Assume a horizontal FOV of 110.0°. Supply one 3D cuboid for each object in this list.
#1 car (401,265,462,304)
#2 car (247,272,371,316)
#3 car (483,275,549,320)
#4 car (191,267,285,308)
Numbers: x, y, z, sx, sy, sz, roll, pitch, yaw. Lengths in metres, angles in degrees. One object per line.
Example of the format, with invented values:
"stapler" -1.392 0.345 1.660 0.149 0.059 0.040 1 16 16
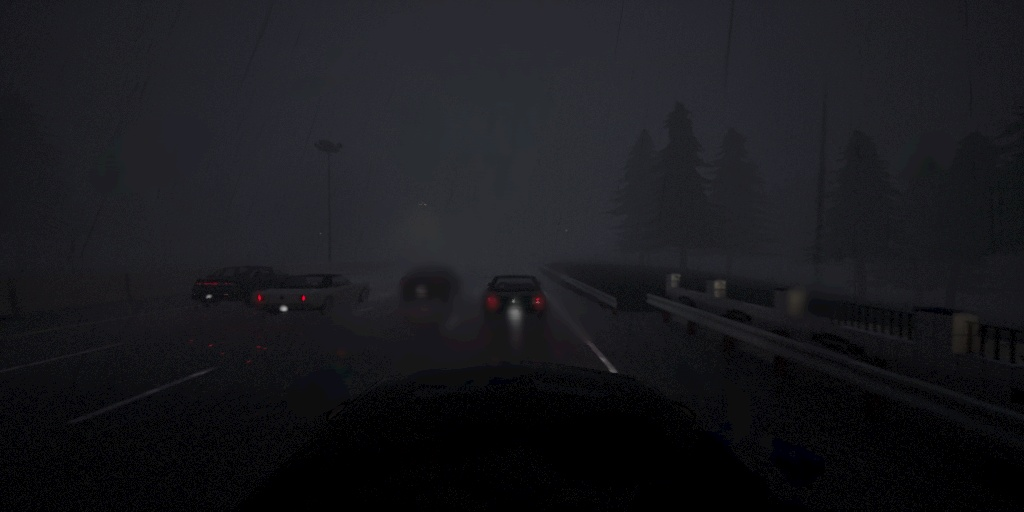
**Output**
"car" -3.394 1.151 15.884 1.882 1.535 5.008 0 0 0
"car" -6.896 1.289 13.057 1.895 1.301 4.718 0 0 0
"car" 0.104 1.293 12.253 1.895 1.301 4.718 0 0 0
"car" -10.395 1.171 14.726 2.128 1.511 4.902 0 0 0
